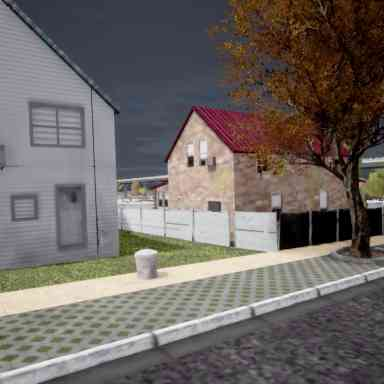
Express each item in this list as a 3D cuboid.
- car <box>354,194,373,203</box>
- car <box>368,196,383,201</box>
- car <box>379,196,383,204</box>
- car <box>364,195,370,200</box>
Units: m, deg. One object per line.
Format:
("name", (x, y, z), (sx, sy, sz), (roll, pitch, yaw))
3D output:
("car", (38.569, 1.440, 74.916), (2.097, 1.767, 4.553), (-2, 0, 0))
("car", (28.515, 1.802, 48.986), (1.882, 1.535, 5.008), (-2, 0, 1))
("car", (38.485, 1.600, 64.514), (1.837, 1.490, 4.892), (-2, 0, 0))
("car", (31.997, 1.868, 65.225), (2.033, 1.411, 5.357), (-2, 0, 0))
